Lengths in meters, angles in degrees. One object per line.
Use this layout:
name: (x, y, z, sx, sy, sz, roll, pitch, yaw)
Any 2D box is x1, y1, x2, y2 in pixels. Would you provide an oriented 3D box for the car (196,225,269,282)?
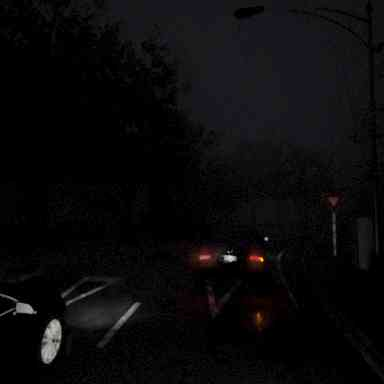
car: (1.381, 1.747, 10.339, 2.033, 1.411, 5.357, 0, -3, 11)

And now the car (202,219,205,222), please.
car: (-0.289, 4.268, 49.471, 4.892, 1.490, 1.837, -3, -6, 41)

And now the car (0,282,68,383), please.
car: (-2.772, 1.523, 2.870, 1.837, 1.490, 4.892, 0, 0, 3)
